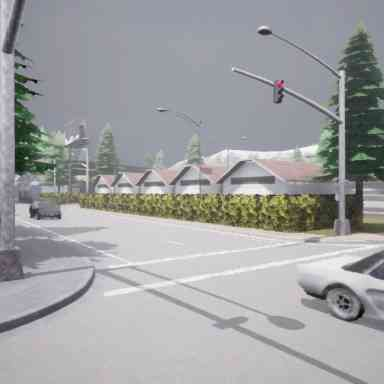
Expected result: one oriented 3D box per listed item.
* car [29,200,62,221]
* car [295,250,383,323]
[{"bbox_3d":[-12.290,1.486,27.750,1.837,1.490,4.892,0,2,-36],"label":"car"},{"bbox_3d":[4.124,1.625,5.216,1.895,1.301,4.718,0,0,-36],"label":"car"}]
